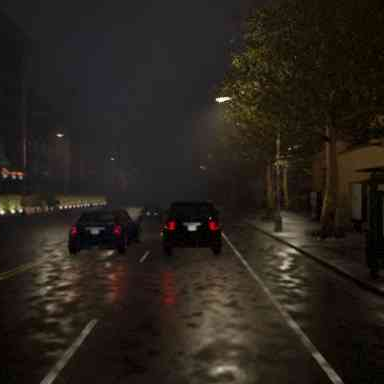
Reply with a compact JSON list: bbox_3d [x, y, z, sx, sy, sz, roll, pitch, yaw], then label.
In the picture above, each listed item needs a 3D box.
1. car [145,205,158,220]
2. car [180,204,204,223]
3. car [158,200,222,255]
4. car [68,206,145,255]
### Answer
[{"bbox_3d":[-3.479,1.820,28.990,2.033,1.411,5.357,0,-1,0],"label":"car"},{"bbox_3d":[0.027,1.840,29.340,1.994,1.385,4.181,0,0,0],"label":"car"},{"bbox_3d":[0.011,1.349,14.024,2.150,2.045,5.566,0,0,0],"label":"car"},{"bbox_3d":[-3.488,1.483,14.088,2.097,1.767,4.553,0,-1,0],"label":"car"}]
